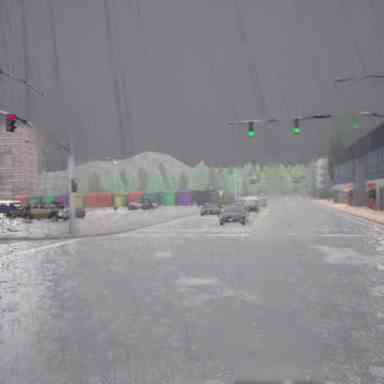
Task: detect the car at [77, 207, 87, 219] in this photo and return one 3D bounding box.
[{"bbox_3d":[-12.892,1.866,34.027,3.866,1.878,1.905,-2,-1,14],"label":"car"}]

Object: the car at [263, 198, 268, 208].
[{"bbox_3d":[10.502,1.721,52.018,2.128,1.511,4.902,-2,-1,15],"label":"car"}]

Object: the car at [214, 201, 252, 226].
[{"bbox_3d":[3.251,1.670,25.272,1.837,1.490,4.892,-2,-1,14],"label":"car"}]

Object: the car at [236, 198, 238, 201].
[{"bbox_3d":[8.519,1.840,58.118,2.128,1.511,4.902,-2,-1,16],"label":"car"}]

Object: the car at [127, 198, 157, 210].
[{"bbox_3d":[-8.215,1.926,53.085,3.866,1.878,1.905,-2,-1,14],"label":"car"}]

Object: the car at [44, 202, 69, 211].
[{"bbox_3d":[-24.456,2.664,60.064,3.905,1.438,1.784,-2,-1,14],"label":"car"}]

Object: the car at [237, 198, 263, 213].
[{"bbox_3d":[6.940,1.681,39.426,1.882,1.535,5.008,-2,-1,15],"label":"car"}]

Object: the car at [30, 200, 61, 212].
[{"bbox_3d":[-25.220,2.446,57.270,4.605,1.855,1.932,-2,-1,14],"label":"car"}]

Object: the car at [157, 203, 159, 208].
[{"bbox_3d":[-7.502,2.173,55.891,3.806,1.475,1.970,-2,-1,14],"label":"car"}]

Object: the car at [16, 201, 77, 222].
[{"bbox_3d":[-13.640,1.856,31.231,4.605,1.855,1.932,-2,-1,14],"label":"car"}]

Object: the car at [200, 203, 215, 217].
[{"bbox_3d":[2.185,1.860,35.304,1.994,1.385,4.181,-2,-1,15],"label":"car"}]

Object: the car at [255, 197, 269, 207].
[{"bbox_3d":[12.708,1.776,60.041,2.128,1.511,4.902,-2,-1,15],"label":"car"}]
